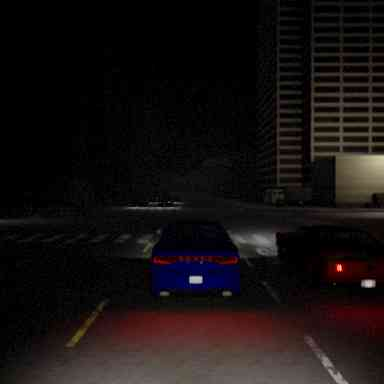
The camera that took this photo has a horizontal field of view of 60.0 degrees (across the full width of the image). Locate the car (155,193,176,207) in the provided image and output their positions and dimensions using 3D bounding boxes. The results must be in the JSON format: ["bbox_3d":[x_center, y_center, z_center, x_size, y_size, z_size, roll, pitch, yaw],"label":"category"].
[{"bbox_3d":[-3.583,1.221,45.327,1.837,1.490,4.892,0,0,0],"label":"car"}]

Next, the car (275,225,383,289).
[{"bbox_3d":[3.606,1.544,8.923,1.895,1.301,4.718,0,0,1],"label":"car"}]

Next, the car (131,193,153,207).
[{"bbox_3d":[-7.084,1.262,45.691,2.033,1.411,5.357,0,0,0],"label":"car"}]

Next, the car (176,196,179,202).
[{"bbox_3d":[-3.541,1.177,62.037,1.994,1.385,4.181,0,0,0],"label":"car"}]

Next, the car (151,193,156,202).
[{"bbox_3d":[-7.053,0.972,60.728,2.097,1.767,4.553,0,0,0],"label":"car"}]

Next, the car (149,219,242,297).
[{"bbox_3d":[0.066,1.424,8.500,1.882,1.535,5.008,0,0,0],"label":"car"}]
